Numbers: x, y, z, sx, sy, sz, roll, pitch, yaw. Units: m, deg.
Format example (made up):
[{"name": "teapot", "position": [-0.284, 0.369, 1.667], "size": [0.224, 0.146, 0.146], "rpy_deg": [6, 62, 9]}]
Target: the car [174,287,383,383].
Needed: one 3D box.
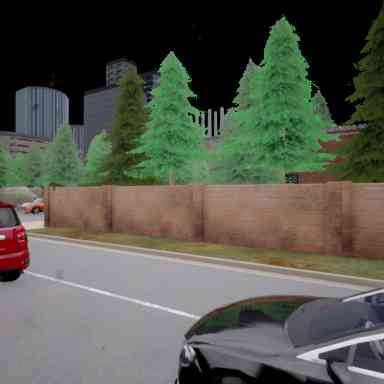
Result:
[{"name": "car", "position": [2.083, 1.492, 2.507], "size": [4.902, 1.511, 2.128], "rpy_deg": [0, 0, 35]}]

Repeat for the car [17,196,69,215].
[{"name": "car", "position": [-15.399, 1.349, 34.603], "size": [2.097, 1.767, 4.553], "rpy_deg": [0, 0, 35]}]

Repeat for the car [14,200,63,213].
[{"name": "car", "position": [-17.361, 1.598, 37.892], "size": [1.895, 1.301, 4.718], "rpy_deg": [0, 0, 35]}]

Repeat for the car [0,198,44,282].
[{"name": "car", "position": [-6.393, 1.221, 8.513], "size": [5.566, 2.045, 2.150], "rpy_deg": [0, 0, 36]}]
